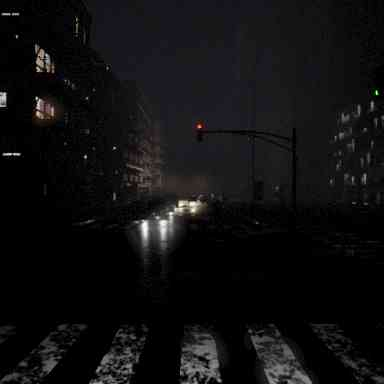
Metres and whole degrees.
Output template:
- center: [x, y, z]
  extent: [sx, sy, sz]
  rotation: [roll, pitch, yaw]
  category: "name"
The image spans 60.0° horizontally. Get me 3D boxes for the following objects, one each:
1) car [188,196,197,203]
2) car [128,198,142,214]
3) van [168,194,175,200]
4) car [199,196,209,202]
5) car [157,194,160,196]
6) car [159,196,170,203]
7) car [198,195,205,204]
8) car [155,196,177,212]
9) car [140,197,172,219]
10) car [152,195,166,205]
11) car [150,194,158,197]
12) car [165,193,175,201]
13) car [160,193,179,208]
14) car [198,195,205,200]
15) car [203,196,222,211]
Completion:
- center: [0.135, 1.549, 69.761]
  extent: [2.033, 1.411, 5.357]
  rotation: [0, 0, 0]
  category: "car"
- center: [-5.685, 1.540, 35.339]
  extent: [1.887, 1.381, 4.507]
  rotation: [-1, 0, 0]
  category: "car"
- center: [-5.662, 1.350, 91.828]
  extent: [1.690, 1.788, 3.998]
  rotation: [-1, 0, 0]
  category: "van"
- center: [2.681, 1.548, 74.936]
  extent: [1.887, 1.381, 4.507]
  rotation: [-1, 0, 0]
  category: "car"
- center: [-5.680, 1.312, 52.287]
  extent: [2.192, 1.841, 5.009]
  rotation: [-1, 0, 0]
  category: "car"
- center: [-5.669, 1.583, 69.233]
  extent: [1.802, 1.307, 4.206]
  rotation: [-1, 0, 0]
  category: "car"
- center: [2.676, 1.551, 63.637]
  extent: [2.008, 1.369, 4.403]
  rotation: [-1, 0, 0]
  category: "car"
- center: [-3.078, 1.521, 39.062]
  extent: [1.812, 1.442, 4.674]
  rotation: [0, 0, 0]
  category: "car"
- center: [-3.086, 1.500, 29.308]
  extent: [1.837, 1.490, 4.892]
  rotation: [0, 0, 0]
  category: "car"
- center: [-5.676, 1.439, 57.935]
  extent: [1.967, 1.590, 4.097]
  rotation: [-1, 0, 0]
  category: "car"
- center: [-5.684, 1.436, 40.988]
  extent: [1.967, 1.590, 4.097]
  rotation: [-1, 0, 0]
  category: "car"
- center: [-5.665, 1.322, 86.180]
  extent: [2.192, 1.841, 5.009]
  rotation: [-1, 0, 0]
  category: "car"
- center: [-3.067, 1.218, 49.409]
  extent: [2.150, 2.045, 5.566]
  rotation: [0, 0, 0]
  category: "car"
- center: [2.688, 1.534, 92.053]
  extent: [1.752, 1.417, 4.829]
  rotation: [-1, 0, 0]
  category: "car"
- center: [2.665, 1.540, 41.042]
  extent: [1.887, 1.381, 4.507]
  rotation: [-1, 0, 0]
  category: "car"
